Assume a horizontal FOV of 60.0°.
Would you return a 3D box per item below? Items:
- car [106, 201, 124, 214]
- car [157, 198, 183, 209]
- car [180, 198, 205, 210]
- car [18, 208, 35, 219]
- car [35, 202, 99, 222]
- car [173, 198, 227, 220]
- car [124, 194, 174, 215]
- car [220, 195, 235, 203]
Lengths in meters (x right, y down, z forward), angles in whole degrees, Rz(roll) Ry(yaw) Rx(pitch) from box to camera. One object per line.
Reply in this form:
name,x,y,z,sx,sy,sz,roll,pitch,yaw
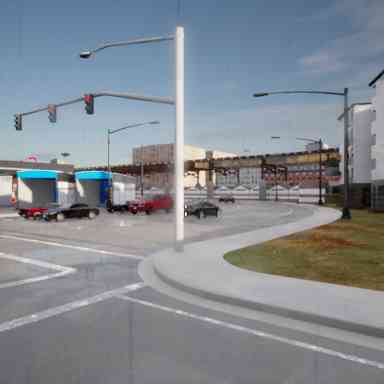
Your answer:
car,-7.084,1.601,36.209,1.895,1.301,4.718,0,0,30
car,-2.927,1.547,46.016,2.033,1.411,5.357,0,0,15
car,0.148,1.547,44.088,2.033,1.411,5.357,0,0,16
car,-12.270,1.601,28.650,1.895,1.301,4.718,0,0,37
car,-9.567,1.525,26.468,1.812,1.442,4.674,0,0,36
car,0.805,1.505,28.655,1.837,1.490,4.892,0,0,33
car,-4.104,1.221,34.405,2.150,2.045,5.566,0,0,30
car,7.106,1.356,69.267,2.097,1.767,4.553,0,0,-18
